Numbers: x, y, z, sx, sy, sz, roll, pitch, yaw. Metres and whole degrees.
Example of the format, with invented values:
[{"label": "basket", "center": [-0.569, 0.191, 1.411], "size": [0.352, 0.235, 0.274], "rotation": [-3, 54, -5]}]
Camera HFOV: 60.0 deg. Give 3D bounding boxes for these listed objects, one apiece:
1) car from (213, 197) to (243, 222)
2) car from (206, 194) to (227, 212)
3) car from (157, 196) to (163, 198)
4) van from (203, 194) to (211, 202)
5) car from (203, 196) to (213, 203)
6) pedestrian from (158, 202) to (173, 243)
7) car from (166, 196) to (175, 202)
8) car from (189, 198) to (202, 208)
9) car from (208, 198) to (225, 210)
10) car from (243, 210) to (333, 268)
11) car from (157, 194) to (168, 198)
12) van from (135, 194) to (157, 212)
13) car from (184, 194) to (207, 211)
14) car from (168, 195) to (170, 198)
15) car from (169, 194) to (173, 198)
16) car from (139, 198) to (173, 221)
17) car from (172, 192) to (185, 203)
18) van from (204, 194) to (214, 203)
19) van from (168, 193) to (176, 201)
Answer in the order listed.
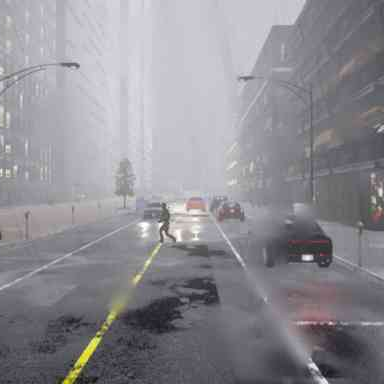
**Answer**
[{"label": "car", "center": [2.949, 1.433, 26.180], "size": [1.967, 1.590, 4.097], "rotation": [1, 0, 1]}, {"label": "car", "center": [3.059, 1.300, 37.471], "size": [2.192, 1.841, 5.009], "rotation": [1, 0, 1]}, {"label": "car", "center": [-5.270, 1.525, 43.177], "size": [1.887, 1.381, 4.507], "rotation": [1, 0, 1]}, {"label": "van", "center": [3.438, 1.275, 76.997], "size": [1.690, 1.788, 3.998], "rotation": [1, 0, 1]}, {"label": "car", "center": [3.382, 1.494, 71.352], "size": [2.008, 1.369, 4.403], "rotation": [1, 0, 1]}, {"label": "pedestrian", "center": [-1.136, 1.291, 14.289], "size": [0.375, 1.860, 0.375], "rotation": [1, -1, 1]}, {"label": "car", "center": [-4.945, 1.516, 77.053], "size": [1.802, 1.307, 4.206], "rotation": [1, 0, 1]}, {"label": "car", "center": [0.498, 1.574, 49.473], "size": [1.895, 1.301, 4.718], "rotation": [0, 0, 1]}, {"label": "car", "center": [3.111, 1.525, 43.120], "size": [1.887, 1.381, 4.507], "rotation": [1, 0, 1]}, {"label": "car", "center": [3.108, 1.504, 11.296], "size": [1.837, 1.490, 4.892], "rotation": [0, 0, 1]}, {"label": "car", "center": [-5.213, 1.289, 48.823], "size": [2.192, 1.841, 5.009], "rotation": [1, 0, 1]}, {"label": "van", "center": [-5.322, 1.326, 37.530], "size": [1.690, 1.788, 3.998], "rotation": [1, 0, 1]}, {"label": "car", "center": [0.464, 1.336, 39.726], "size": [2.097, 1.767, 4.553], "rotation": [0, 0, 0]}, {"label": "car", "center": [-5.162, 1.549, 54.468], "size": [1.802, 1.307, 4.206], "rotation": [1, 0, 1]}, {"label": "car", "center": [-5.107, 1.525, 60.115], "size": [1.947, 1.339, 4.313], "rotation": [1, 0, 1]}, {"label": "car", "center": [-2.840, 1.497, 27.151], "size": [1.837, 1.490, 4.892], "rotation": [0, 0, 1]}, {"label": "car", "center": [-2.343, 1.087, 68.674], "size": [2.150, 2.045, 5.566], "rotation": [0, 0, 1]}, {"label": "van", "center": [3.330, 1.292, 65.704], "size": [1.690, 1.788, 3.998], "rotation": [1, 0, 1]}, {"label": "van", "center": [-4.888, 1.265, 82.699], "size": [1.690, 1.788, 3.998], "rotation": [1, 0, 1]}]
